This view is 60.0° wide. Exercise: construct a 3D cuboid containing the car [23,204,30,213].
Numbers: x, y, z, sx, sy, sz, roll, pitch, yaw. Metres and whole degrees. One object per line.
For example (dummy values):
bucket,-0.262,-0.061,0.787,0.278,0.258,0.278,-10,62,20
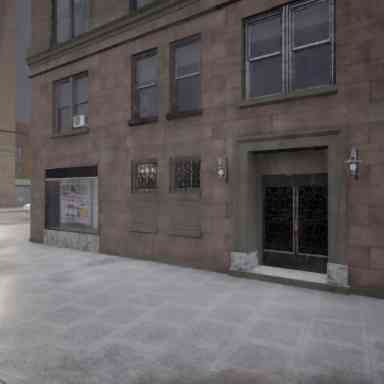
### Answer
car,-15.704,1.439,35.882,1.812,1.442,4.674,0,0,35
